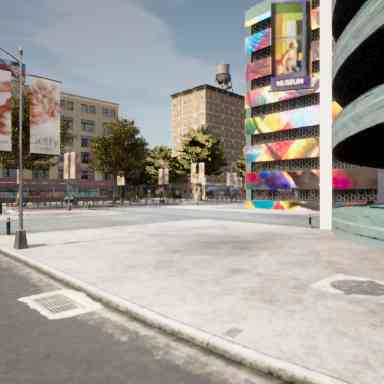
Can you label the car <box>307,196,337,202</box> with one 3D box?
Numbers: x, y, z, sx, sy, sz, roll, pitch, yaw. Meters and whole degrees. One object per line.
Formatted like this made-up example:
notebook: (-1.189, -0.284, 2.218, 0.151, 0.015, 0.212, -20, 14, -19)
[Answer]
car: (14.988, 1.320, 39.729, 4.674, 1.452, 2.002, 0, 0, -44)
